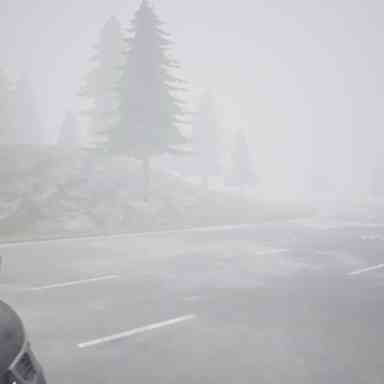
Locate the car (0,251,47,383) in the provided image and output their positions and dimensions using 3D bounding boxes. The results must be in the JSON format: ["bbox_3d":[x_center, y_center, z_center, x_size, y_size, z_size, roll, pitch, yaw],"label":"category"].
[{"bbox_3d":[-3.535,1.221,1.225,5.566,2.045,2.150,0,0,-36],"label":"car"}]

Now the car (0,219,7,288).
[{"bbox_3d":[-7.010,1.491,7.345,4.902,1.511,2.128,0,0,-36],"label":"car"}]
